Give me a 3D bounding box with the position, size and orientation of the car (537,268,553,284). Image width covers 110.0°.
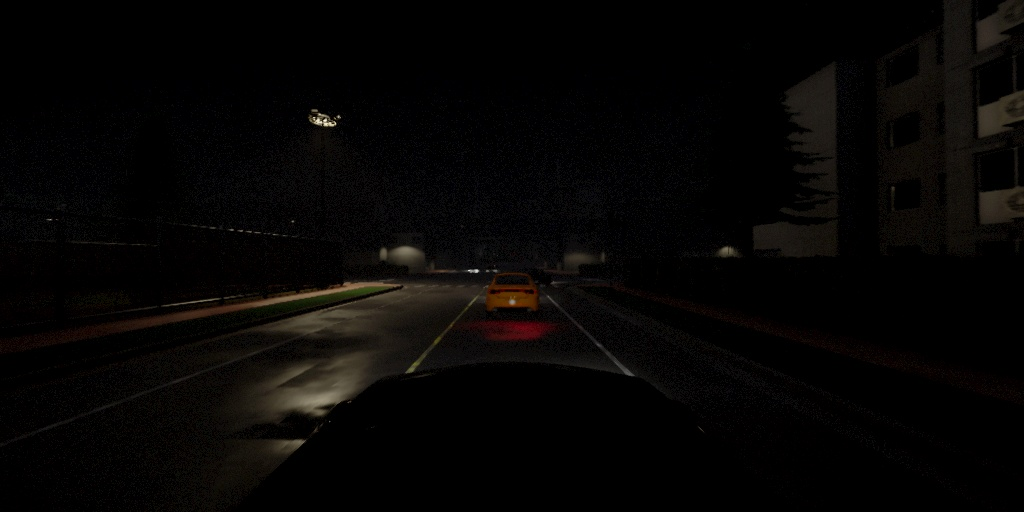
[{"bbox_3d":[1.676,1.659,29.056,1.994,1.385,4.181,-1,-1,30],"label":"car"}]

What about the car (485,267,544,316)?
[{"bbox_3d":[0.034,1.379,14.240,1.882,1.535,5.008,0,0,0],"label":"car"}]
